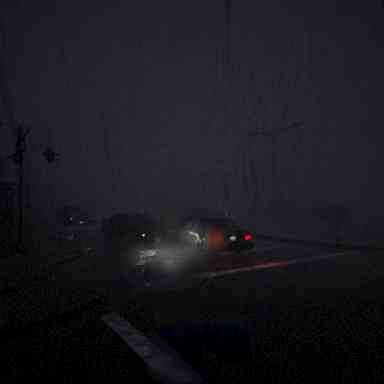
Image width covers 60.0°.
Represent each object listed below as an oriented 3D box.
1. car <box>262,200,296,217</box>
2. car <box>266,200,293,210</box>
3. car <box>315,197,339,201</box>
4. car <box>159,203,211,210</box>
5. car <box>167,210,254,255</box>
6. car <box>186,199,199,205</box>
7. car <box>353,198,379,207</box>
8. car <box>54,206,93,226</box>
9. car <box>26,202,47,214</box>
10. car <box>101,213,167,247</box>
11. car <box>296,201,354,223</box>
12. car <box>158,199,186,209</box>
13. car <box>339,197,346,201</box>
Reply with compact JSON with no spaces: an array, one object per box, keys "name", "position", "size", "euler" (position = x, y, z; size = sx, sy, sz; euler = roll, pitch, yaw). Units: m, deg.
[{"name":"car","position":[9.326,1.828,35.170],"size":[1.970,1.475,3.806],"euler":[1,-1,-33]},{"name":"car","position":[13.373,1.954,50.926],"size":[1.845,1.501,3.633],"euler":[1,-1,-33]},{"name":"car","position":[21.768,2.022,56.346],"size":[2.007,1.523,4.514],"euler":[1,-1,-33]},{"name":"car","position":[0.434,1.742,21.458],"size":[2.033,1.411,5.357],"euler":[0,2,31]},{"name":"car","position":[0.686,1.726,14.279],"size":[2.033,1.411,5.357],"euler":[0,-1,-18]},{"name":"car","position":[-0.741,1.916,50.888],"size":[2.152,1.636,5.027],"euler":[1,-1,-33]},{"name":"car","position":[32.593,1.929,62.552],"size":[1.932,1.855,4.605],"euler":[1,-1,-33]},{"name":"car","position":[-9.414,1.825,26.133],"size":[2.033,1.411,5.357],"euler":[1,-1,-34]},{"name":"car","position":[-19.440,1.961,41.361],"size":[2.033,1.411,5.357],"euler":[1,-1,-34]},{"name":"car","position":[-2.879,1.738,16.447],"size":[2.033,1.411,5.357],"euler":[1,-1,-34]},{"name":"car","position":[10.881,1.734,27.326],"size":[1.845,1.501,3.633],"euler":[1,-1,-33]},{"name":"car","position":[-3.341,1.896,49.132],"size":[2.007,1.523,4.514],"euler":[1,-1,-33]},{"name":"car","position":[31.051,1.997,70.938],"size":[1.905,1.878,3.866],"euler":[1,-1,-33]}]
